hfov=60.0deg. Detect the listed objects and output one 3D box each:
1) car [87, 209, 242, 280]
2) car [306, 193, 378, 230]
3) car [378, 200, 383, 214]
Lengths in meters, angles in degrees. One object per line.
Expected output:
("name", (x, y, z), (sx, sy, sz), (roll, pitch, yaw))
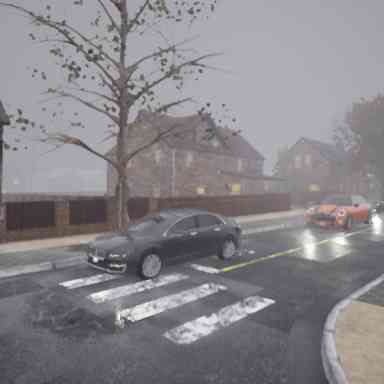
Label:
("car", (-0.530, 1.284, 9.457), (4.892, 1.490, 1.837), (-1, 2, -45))
("car", (7.989, 0.943, 17.907), (4.553, 1.767, 2.097), (-1, 2, -45))
("car", (15.818, 1.020, 25.677), (4.718, 1.301, 1.895), (-1, 2, -45))
